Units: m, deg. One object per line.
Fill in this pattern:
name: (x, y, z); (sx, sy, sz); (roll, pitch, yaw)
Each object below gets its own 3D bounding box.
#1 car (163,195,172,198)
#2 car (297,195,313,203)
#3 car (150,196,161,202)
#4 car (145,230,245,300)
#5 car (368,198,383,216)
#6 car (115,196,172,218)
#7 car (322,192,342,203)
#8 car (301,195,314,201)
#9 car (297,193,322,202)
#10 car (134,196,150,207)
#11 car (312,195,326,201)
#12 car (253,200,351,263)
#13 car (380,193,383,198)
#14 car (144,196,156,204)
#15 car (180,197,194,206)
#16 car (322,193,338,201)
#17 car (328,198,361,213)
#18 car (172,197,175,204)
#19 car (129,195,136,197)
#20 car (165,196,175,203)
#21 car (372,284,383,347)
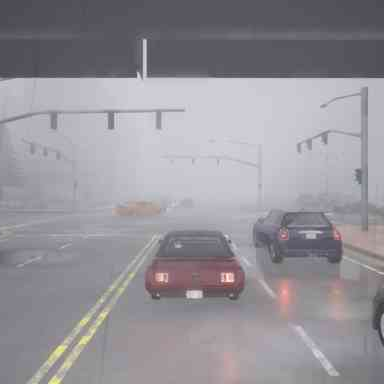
car: (-4.491, 1.491, 49.564); (2.128, 1.511, 4.902); (0, 0, 0)
car: (22.218, 1.395, 65.590); (1.970, 1.475, 3.806); (0, 0, 0)
car: (-8.044, 1.552, 73.990); (1.994, 1.385, 4.181); (0, 0, 0)
car: (0.070, 1.601, 8.361); (1.895, 1.301, 4.718); (0, 0, 0)
car: (19.266, 1.505, 30.398); (4.892, 1.490, 1.837); (0, 0, 1)
car: (-4.607, 1.478, 30.707); (5.008, 1.535, 1.882); (0, 1, -41)
car: (19.557, 1.156, 48.116); (1.905, 1.878, 3.866); (0, 0, 0)
car: (27.947, 1.395, 80.707); (1.970, 1.475, 3.806); (0, 0, 0)
car: (16.663, 1.153, 48.163); (1.932, 1.855, 4.605); (0, 0, 0)
car: (-8.012, 1.478, 53.972); (1.882, 1.535, 5.008); (0, 0, 0)
car: (30.842, 1.364, 80.714); (1.784, 1.438, 3.905); (0, 0, 0)
car: (3.585, 1.352, 12.126); (2.097, 1.767, 4.553); (0, 0, 0)
car: (39.115, 1.153, 65.724); (1.932, 1.855, 4.605); (0, 0, 0)
car: (-8.025, 1.526, 63.978); (1.812, 1.442, 4.674); (0, 0, 0)
car: (-0.817, 1.525, 54.275); (1.812, 1.442, 4.674); (0, 0, 0)
car: (33.525, 1.153, 80.771); (1.932, 1.855, 4.605); (0, 0, 0)
car: (16.682, 1.564, 33.932); (4.181, 1.385, 1.994); (0, 0, 1)
car: (-4.529, 1.352, 58.606); (2.097, 1.767, 4.553); (0, 0, 0)
car: (-8.030, 1.352, 44.802); (2.097, 1.767, 4.553); (0, 0, 2)
car: (-4.517, 1.601, 68.761); (1.895, 1.301, 4.718); (0, 0, 0)
car: (3.601, 1.505, 3.037); (1.837, 1.490, 4.892); (0, 0, 0)
